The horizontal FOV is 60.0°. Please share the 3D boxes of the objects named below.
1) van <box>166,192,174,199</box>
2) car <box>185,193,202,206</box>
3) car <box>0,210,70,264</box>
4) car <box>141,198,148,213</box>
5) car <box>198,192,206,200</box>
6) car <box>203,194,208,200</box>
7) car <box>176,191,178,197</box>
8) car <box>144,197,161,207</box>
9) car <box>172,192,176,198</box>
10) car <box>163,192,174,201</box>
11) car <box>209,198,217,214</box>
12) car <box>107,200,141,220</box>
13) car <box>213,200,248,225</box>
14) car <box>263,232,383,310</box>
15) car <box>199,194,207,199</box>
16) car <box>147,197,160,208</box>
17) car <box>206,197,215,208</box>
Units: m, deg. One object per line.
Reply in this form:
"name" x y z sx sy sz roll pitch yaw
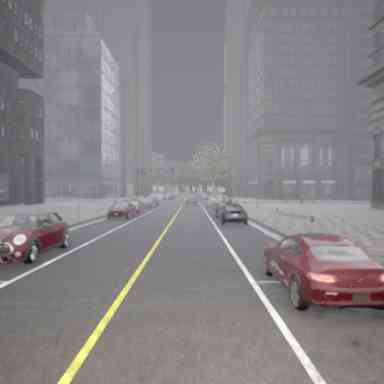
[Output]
"van" -5.776 0.954 87.429 1.690 1.788 3.998 -1 0 0
"car" 0.008 1.309 50.774 2.128 1.511 4.902 0 0 1
"car" -5.775 1.407 11.453 1.967 1.590 4.097 -1 0 0
"car" -5.774 1.477 32.966 1.802 1.307 4.206 -1 0 0
"car" 2.751 1.207 76.249 1.752 1.417 4.829 -1 0 0
"car" 2.751 1.374 44.066 1.752 1.417 4.829 -1 0 0
"car" -5.777 0.890 93.109 2.192 1.841 5.009 -1 0 0
"car" -5.774 1.391 49.101 1.947 1.339 4.313 -1 0 0
"car" -5.777 0.964 81.749 2.192 1.841 5.009 -1 0 0
"car" -5.774 1.265 76.071 1.802 1.307 4.206 -1 0 0
"car" 2.752 1.478 28.289 1.947 1.339 4.313 -1 0 0
"car" -5.774 1.459 27.589 1.887 1.381 4.507 -1 0 0
"car" 2.752 1.496 23.085 1.947 1.339 4.313 -1 0 0
"car" 2.752 1.560 7.477 1.802 1.307 4.206 -1 0 0
"car" 2.751 1.178 87.439 1.947 1.339 4.313 -1 0 0
"car" -5.774 1.401 43.721 2.008 1.369 4.403 -1 0 0
"car" 2.751 1.443 33.490 2.008 1.369 4.403 -1 0 0
